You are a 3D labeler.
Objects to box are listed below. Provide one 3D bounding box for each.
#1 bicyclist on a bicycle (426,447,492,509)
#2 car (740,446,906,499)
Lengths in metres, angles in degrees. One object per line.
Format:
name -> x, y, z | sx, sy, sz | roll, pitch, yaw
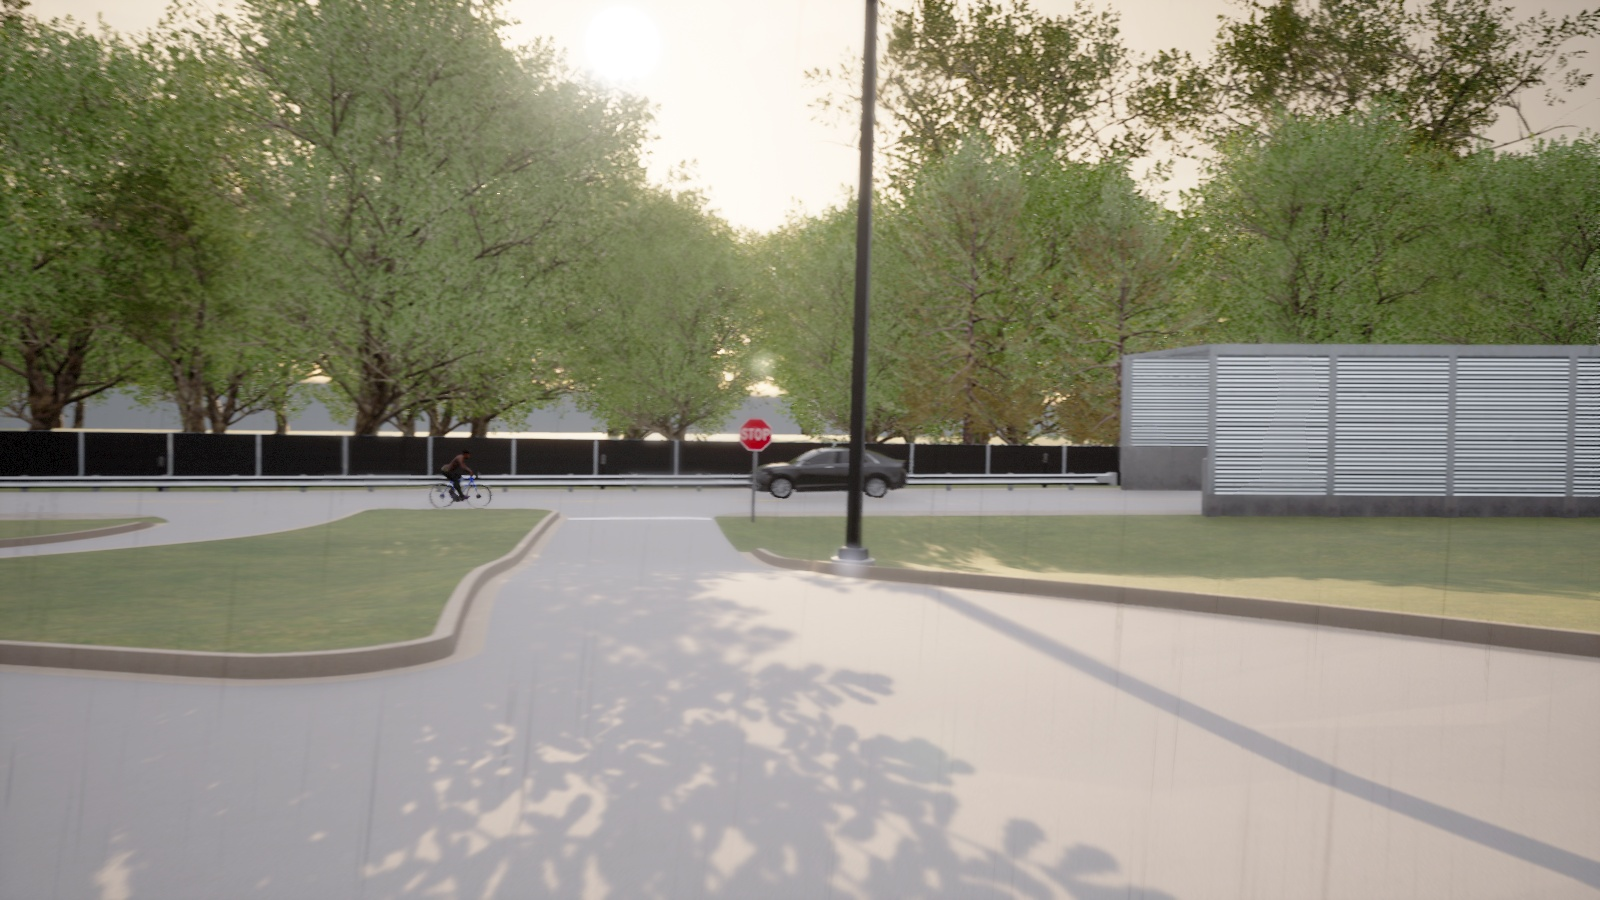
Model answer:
bicyclist on a bicycle -> -9.161, 0.758, 33.782 | 1.656, 1.620, 0.582 | 1, 3, -7
car -> 0.666, 0.668, 38.355 | 4.892, 1.490, 1.837 | 0, 3, -5
